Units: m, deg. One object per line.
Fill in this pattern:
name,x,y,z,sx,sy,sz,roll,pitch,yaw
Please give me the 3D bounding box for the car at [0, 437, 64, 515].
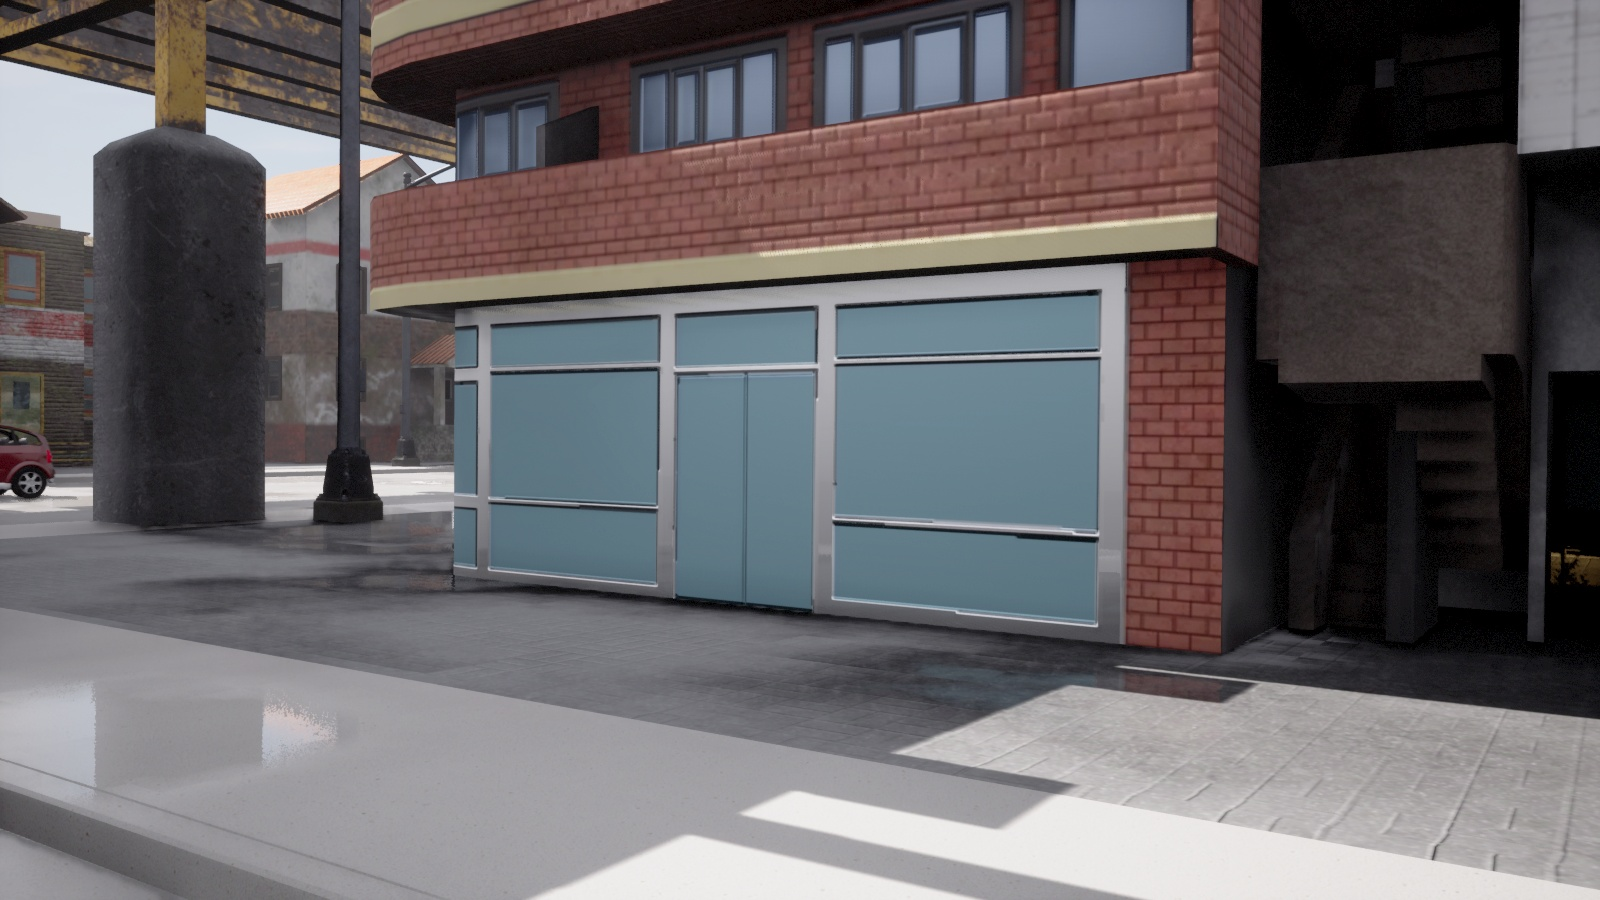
car,-16.941,0.527,24.810,1.789,1.549,3.705,0,1,33
